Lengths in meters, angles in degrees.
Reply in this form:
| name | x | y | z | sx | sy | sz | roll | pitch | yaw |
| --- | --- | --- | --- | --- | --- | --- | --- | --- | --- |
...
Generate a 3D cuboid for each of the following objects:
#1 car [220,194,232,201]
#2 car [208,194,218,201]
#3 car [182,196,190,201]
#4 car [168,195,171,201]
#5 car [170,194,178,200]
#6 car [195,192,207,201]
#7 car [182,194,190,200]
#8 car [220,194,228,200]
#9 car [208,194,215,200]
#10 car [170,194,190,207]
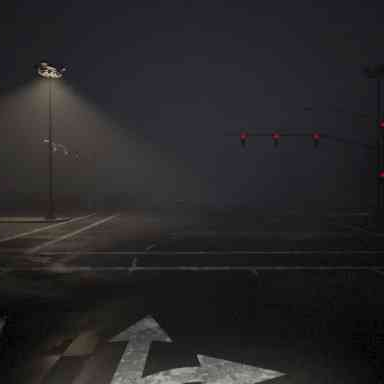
| name | x | y | z | sx | sy | sz | roll | pitch | yaw |
| --- | --- | --- | --- | --- | --- | --- | --- | --- | --- |
| car | 8.928 | 1.533 | 83.343 | 2.033 | 1.411 | 5.357 | 0 | 0 | 0 |
| car | 5.433 | 1.590 | 84.227 | 1.895 | 1.301 | 4.718 | 0 | 0 | 0 |
| car | -1.569 | 1.589 | 83.851 | 1.895 | 1.301 | 4.718 | 0 | 0 | 0 |
| car | -5.067 | 1.495 | 84.258 | 1.837 | 1.490 | 4.892 | 0 | 0 | 0 |
| car | -5.016 | 1.385 | 93.012 | 1.994 | 1.385 | 4.181 | 0 | 0 | 0 |
| car | 1.928 | 1.218 | 83.414 | 2.150 | 2.045 | 5.566 | 0 | 0 | 0 |
| car | -1.516 | 1.357 | 92.991 | 2.128 | 1.511 | 4.902 | 0 | 0 | 0 |
| car | 8.984 | 1.356 | 92.930 | 1.812 | 1.442 | 4.674 | 0 | 0 | 0 |
| car | 5.484 | 1.356 | 92.950 | 1.812 | 1.442 | 4.674 | 0 | 0 | 0 |
| car | -1.755 | 1.492 | 51.959 | 2.128 | 1.511 | 4.902 | 0 | 0 | 0 |
